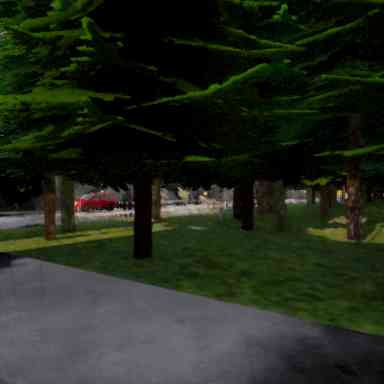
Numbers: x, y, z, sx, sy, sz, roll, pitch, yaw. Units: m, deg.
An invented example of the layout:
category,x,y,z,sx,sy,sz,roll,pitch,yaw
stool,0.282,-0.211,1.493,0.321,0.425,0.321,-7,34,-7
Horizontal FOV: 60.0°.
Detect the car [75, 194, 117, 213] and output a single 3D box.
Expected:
category,x,y,z,sx,sy,sz,roll,pitch,yaw
car,-10.701,1.137,35.969,2.150,2.045,5.566,0,0,35
